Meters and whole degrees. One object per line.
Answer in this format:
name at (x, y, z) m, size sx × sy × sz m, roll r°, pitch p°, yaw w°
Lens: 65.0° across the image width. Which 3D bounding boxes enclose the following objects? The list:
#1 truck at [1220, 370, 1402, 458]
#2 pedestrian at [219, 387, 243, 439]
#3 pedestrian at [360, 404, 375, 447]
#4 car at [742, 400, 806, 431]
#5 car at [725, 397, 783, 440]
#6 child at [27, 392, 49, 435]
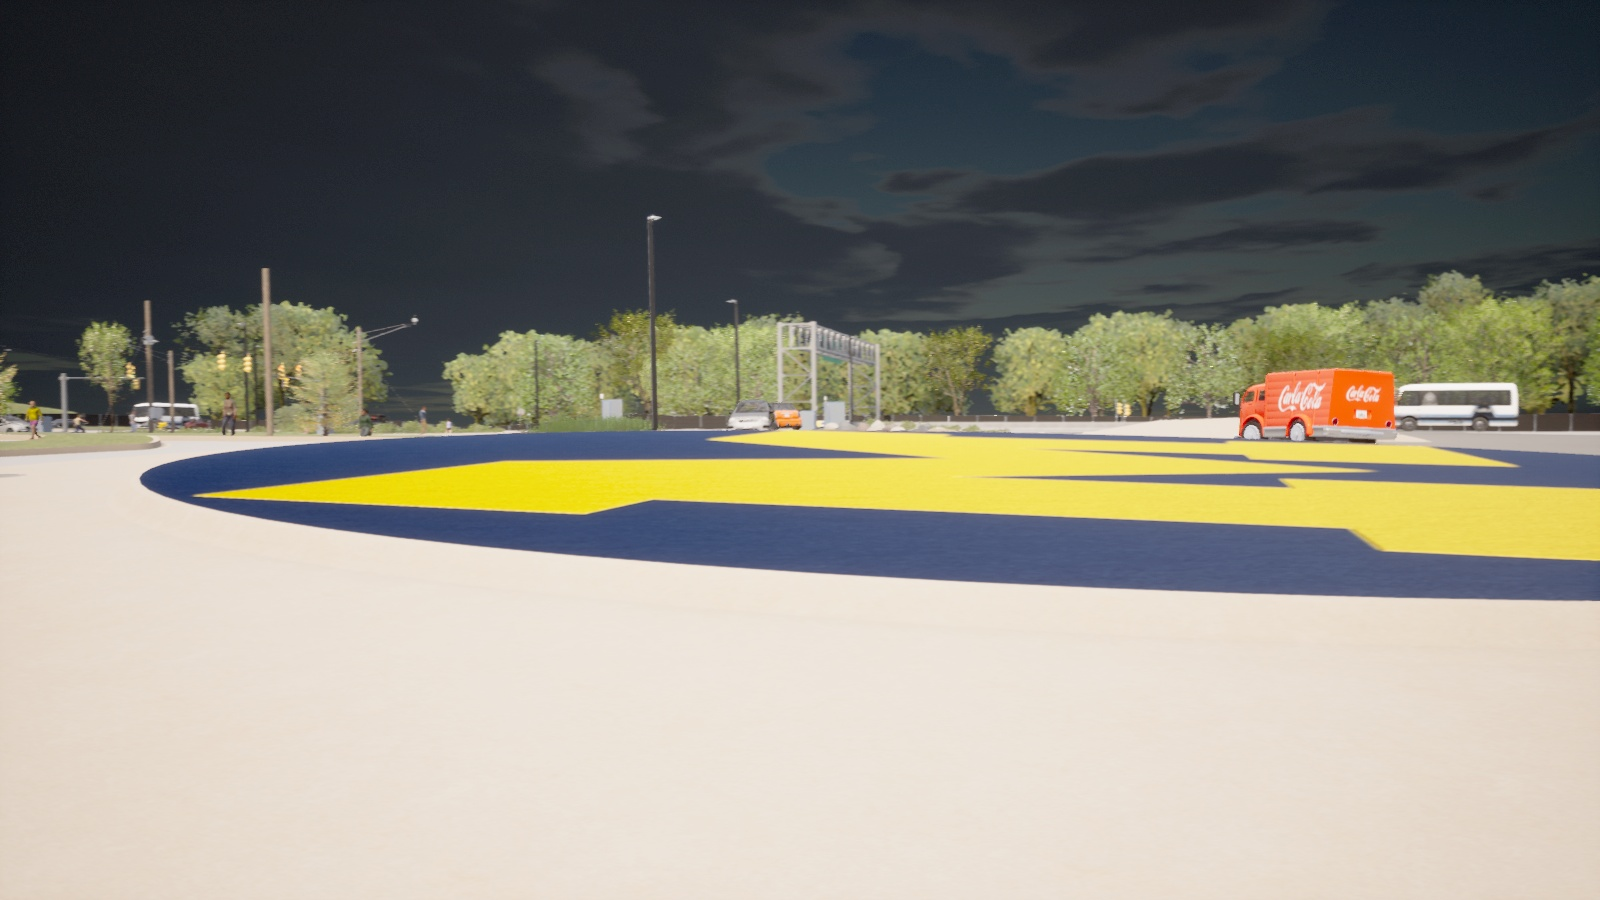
truck at (15.957, -1.068, 39.609) m, size 2.627 × 2.467 × 5.204 m, roll 3°, pitch 0°, yaw -14°
pedestrian at (-20.101, -1.311, 44.363) m, size 0.328 × 1.805 × 0.869 m, roll -1°, pitch 1°, yaw 7°
pedestrian at (-18.758, -1.058, 54.470) m, size 0.353 × 1.847 × 0.614 m, roll -1°, pitch 1°, yaw 8°
car at (-1.570, -2.013, 74.132) m, size 2.097 × 1.767 × 4.553 m, roll -1°, pitch 2°, yaw -25°
car at (-1.802, -1.267, 50.149) m, size 1.851 × 1.617 × 3.988 m, roll -1°, pitch 1°, yaw 4°
child at (-20.717, -0.986, 34.129) m, size 0.299 × 1.160 × 0.473 m, roll -1°, pitch 1°, yaw -2°
